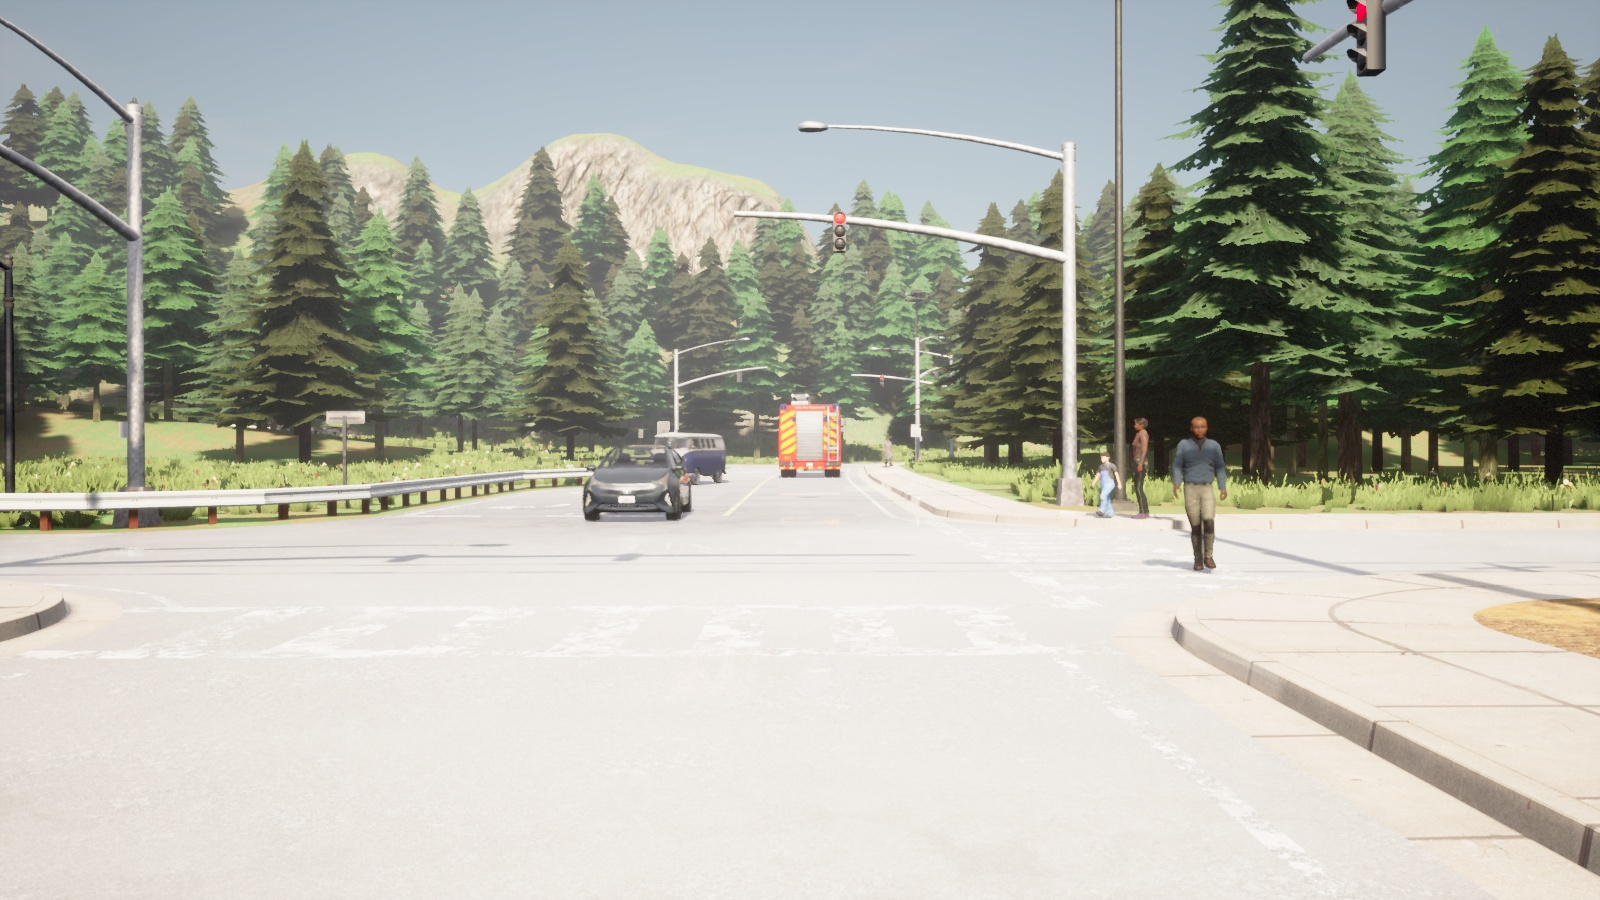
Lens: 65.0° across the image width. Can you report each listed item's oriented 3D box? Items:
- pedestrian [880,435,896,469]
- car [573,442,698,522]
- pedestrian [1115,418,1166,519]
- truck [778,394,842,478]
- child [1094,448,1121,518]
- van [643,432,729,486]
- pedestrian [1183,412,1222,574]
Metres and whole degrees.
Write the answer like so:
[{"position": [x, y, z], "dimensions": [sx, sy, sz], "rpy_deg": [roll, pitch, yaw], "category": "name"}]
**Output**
[{"position": [5.137, 0.109, 73.044], "dimensions": [0.659, 1.952, 0.873], "rpy_deg": [0, 0, -17], "category": "pedestrian"}, {"position": [-3.341, 0.602, 26.392], "dimensions": [2.007, 1.525, 4.514], "rpy_deg": [0, 0, 0], "category": "car"}, {"position": [6.156, 0.327, 22.711], "dimensions": [0.869, 1.805, 0.328], "rpy_deg": [0, 0, 15], "category": "pedestrian"}, {"position": [0.574, -0.660, 61.342], "dimensions": [2.891, 3.827, 8.468], "rpy_deg": [0, 0, 2], "category": "truck"}, {"position": [5.628, 0.605, 23.003], "dimensions": [0.437, 1.263, 0.270], "rpy_deg": [0, 0, -40], "category": "child"}, {"position": [-4.312, 0.323, 48.090], "dimensions": [1.775, 1.987, 4.442], "rpy_deg": [0, 0, 16], "category": "van"}, {"position": [4.668, 0.486, 14.584], "dimensions": [0.370, 1.835, 0.726], "rpy_deg": [0, 0, 13], "category": "pedestrian"}]
